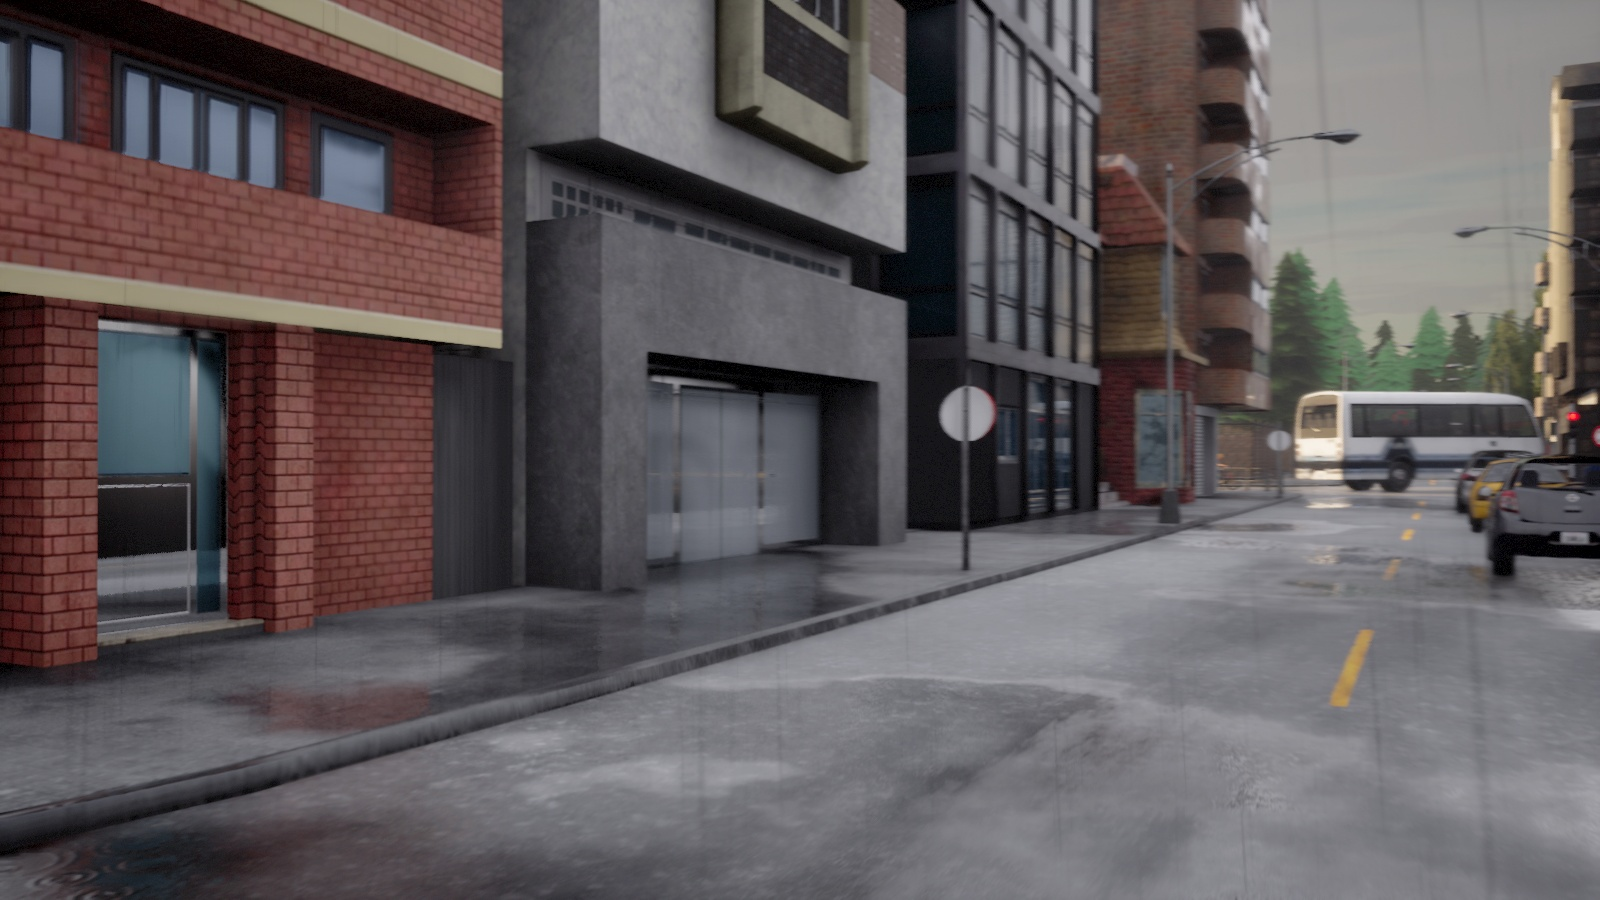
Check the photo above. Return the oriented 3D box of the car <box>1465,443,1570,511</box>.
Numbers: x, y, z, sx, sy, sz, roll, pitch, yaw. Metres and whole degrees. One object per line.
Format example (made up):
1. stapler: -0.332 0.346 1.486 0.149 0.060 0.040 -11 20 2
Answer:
1. car: 19.033 0.684 33.509 2.242 1.667 4.611 0 0 27

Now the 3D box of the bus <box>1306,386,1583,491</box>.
1. bus: 27.539 -0.475 53.842 10.273 4.253 3.944 0 -1 -11

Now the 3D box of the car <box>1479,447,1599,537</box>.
1. car: 14.524 0.753 24.920 1.801 1.575 5.366 0 0 28

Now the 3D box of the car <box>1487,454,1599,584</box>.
1. car: 9.973 0.801 16.223 1.845 1.501 3.633 0 0 28
